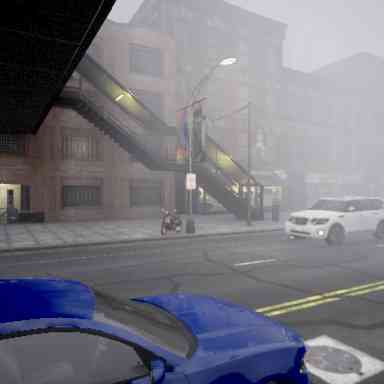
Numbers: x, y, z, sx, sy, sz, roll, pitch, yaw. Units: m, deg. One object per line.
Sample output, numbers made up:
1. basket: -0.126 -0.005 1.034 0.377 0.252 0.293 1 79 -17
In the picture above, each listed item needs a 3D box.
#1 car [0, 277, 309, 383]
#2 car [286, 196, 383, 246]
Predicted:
1. car: -1.268 1.477 2.589 5.008 1.535 1.882 0 0 -30
2. car: 6.973 1.220 15.546 5.566 2.045 2.150 0 0 -30
